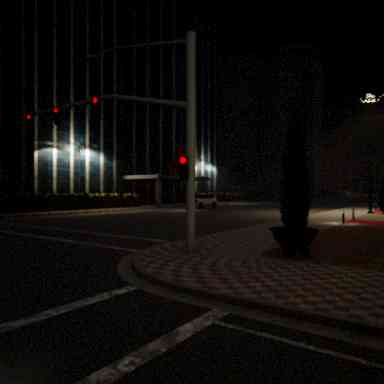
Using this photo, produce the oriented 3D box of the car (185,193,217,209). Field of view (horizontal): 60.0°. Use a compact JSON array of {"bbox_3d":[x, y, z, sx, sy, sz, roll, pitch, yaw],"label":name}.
[{"bbox_3d":[1.297,1.206,44.574,2.150,2.045,5.566,0,0,35],"label":"car"}]
